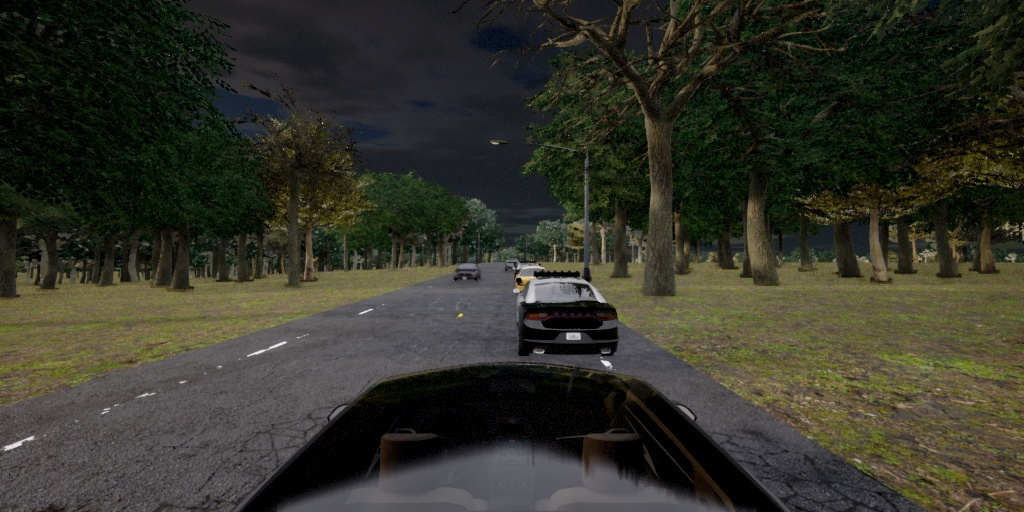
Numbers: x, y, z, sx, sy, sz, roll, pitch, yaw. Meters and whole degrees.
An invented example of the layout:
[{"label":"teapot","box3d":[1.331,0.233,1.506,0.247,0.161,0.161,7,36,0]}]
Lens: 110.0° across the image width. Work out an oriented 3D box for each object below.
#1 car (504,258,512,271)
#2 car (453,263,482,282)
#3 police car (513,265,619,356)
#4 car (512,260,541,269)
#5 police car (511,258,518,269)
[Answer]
[{"label":"car","box3d":[0.085,1.130,45.961,2.128,1.511,4.902,0,0,1]},{"label":"car","box3d":[-3.459,1.258,28.863,2.033,1.411,5.357,0,0,0]},{"label":"police car","box3d":[1.062,1.174,8.749,1.930,1.638,5.238,0,0,0]},{"label":"car","box3d":[1.076,1.192,18.833,1.801,1.575,5.366,0,0,0]},{"label":"police car","box3d":[1.085,1.148,24.753,1.930,1.638,5.238,0,0,0]}]
